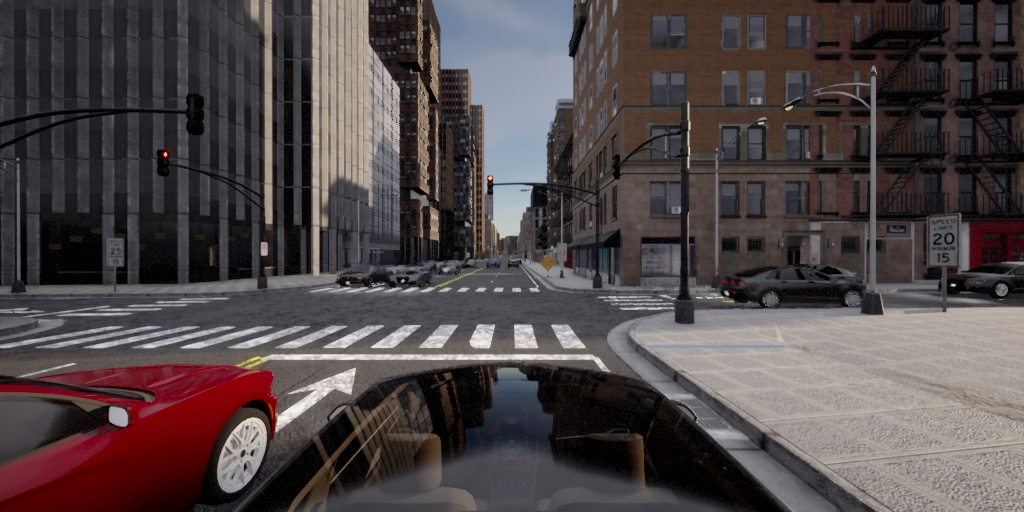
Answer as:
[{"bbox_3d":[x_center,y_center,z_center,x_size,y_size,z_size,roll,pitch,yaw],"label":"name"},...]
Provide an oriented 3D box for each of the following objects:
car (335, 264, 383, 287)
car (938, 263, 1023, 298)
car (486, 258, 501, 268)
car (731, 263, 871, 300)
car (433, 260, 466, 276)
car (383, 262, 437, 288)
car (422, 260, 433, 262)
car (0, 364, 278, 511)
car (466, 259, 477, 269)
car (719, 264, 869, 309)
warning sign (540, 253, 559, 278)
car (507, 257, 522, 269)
[{"bbox_3d":[-9.991,1.297,24.917,2.033,1.411,5.357,0,0,4],"label":"car"},{"bbox_3d":[22.304,1.047,16.149,4.892,1.490,1.837,0,0,0],"label":"car"},{"bbox_3d":[-3.054,1.113,59.451,2.097,1.767,4.553,0,0,1],"label":"car"},{"bbox_3d":[12.907,1.115,16.232,4.892,1.490,1.837,0,0,-1],"label":"car"},{"bbox_3d":[-6.512,1.243,37.885,2.128,1.511,4.902,0,0,0],"label":"car"},{"bbox_3d":[-6.547,1.313,23.502,1.994,1.385,4.181,0,0,0],"label":"car"},{"bbox_3d":[-9.752,1.246,41.257,2.128,1.511,4.902,0,0,0],"label":"car"},{"bbox_3d":[-3.154,1.228,1.379,1.882,1.535,5.008,0,0,0],"label":"car"},{"bbox_3d":[-6.439,1.265,54.972,1.837,1.490,4.892,0,0,0],"label":"car"},{"bbox_3d":[10.560,1.141,13.552,4.892,1.490,1.837,0,0,1],"label":"car"},{"bbox_3d":[2.915,0.866,29.098,1.300,1.860,1.060,0,0,0],"label":"warning sign"},{"bbox_3d":[0.189,1.265,58.703,1.837,1.490,4.892,0,0,0],"label":"car"}]
